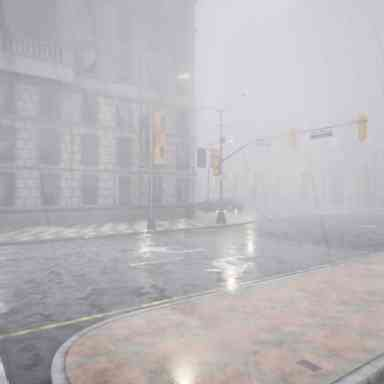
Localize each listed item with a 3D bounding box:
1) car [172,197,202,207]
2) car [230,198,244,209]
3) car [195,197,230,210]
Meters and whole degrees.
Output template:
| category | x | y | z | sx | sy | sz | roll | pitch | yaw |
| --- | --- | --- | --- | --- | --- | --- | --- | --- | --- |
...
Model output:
| category | x | y | z | sx | sy | sz | roll | pitch | yaw |
| --- | --- | --- | --- | --- | --- | --- | --- | --- | --- |
| car | -0.828 | 1.547 | 52.610 | 2.033 | 1.411 | 5.357 | 0 | 0 | -35 |
| car | 4.859 | 1.505 | 44.665 | 1.837 | 1.490 | 4.892 | 0 | 0 | -36 |
| car | 2.298 | 1.564 | 42.232 | 1.994 | 1.385 | 4.181 | 0 | 0 | -36 |
